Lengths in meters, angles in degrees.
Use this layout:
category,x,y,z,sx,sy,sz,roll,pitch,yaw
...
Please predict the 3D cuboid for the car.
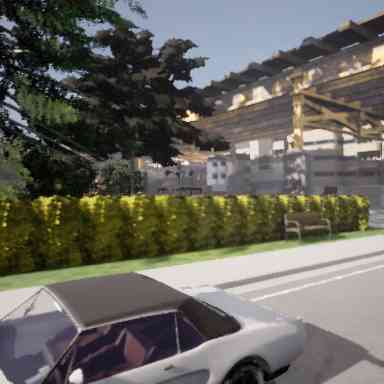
category,x,y,z,sx,sy,sz,roll,pitch,yaw
car,-1.128,1.603,3.155,4.718,1.301,1.895,0,0,-35
